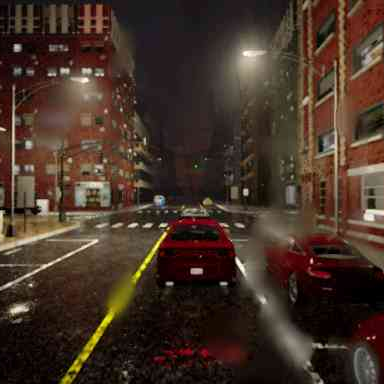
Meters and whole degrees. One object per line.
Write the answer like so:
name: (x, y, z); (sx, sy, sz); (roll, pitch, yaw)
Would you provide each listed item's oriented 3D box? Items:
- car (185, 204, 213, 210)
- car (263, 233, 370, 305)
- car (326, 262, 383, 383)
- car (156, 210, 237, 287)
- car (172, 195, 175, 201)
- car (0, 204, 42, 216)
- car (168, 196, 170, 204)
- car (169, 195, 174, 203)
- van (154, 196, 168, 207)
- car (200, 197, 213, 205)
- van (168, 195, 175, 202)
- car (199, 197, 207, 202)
car: (0.269, 1.689, 21.148); (1.895, 1.301, 4.718); (0, 0, 4)
car: (2.841, 1.615, 7.844); (1.802, 1.307, 4.206); (1, 0, 0)
car: (2.668, 1.592, 2.188); (1.802, 1.307, 4.206); (1, 0, 0)
car: (0.102, 1.518, 9.500); (1.882, 1.535, 5.008); (0, 0, 0)
car: (-5.644, 1.862, 79.579); (1.752, 1.417, 4.829); (1, 0, 0)
car: (-18.695, 1.870, 36.235); (4.313, 1.339, 1.947); (0, -1, 0)
car: (-5.652, 1.846, 62.792); (1.802, 1.307, 4.206); (1, 0, 0)
car: (-5.648, 1.895, 74.097); (1.802, 1.307, 4.206); (1, 0, 0)
van: (-5.651, 1.581, 57.141); (1.690, 1.788, 3.998); (1, 0, 0)
car: (2.726, 1.766, 57.268); (1.752, 1.417, 4.829); (1, 0, 0)
van: (-5.636, 1.729, 91.055); (1.690, 1.788, 3.998); (1, 0, 0)
car: (2.738, 1.929, 85.358); (1.947, 1.339, 4.313); (1, 0, 0)
